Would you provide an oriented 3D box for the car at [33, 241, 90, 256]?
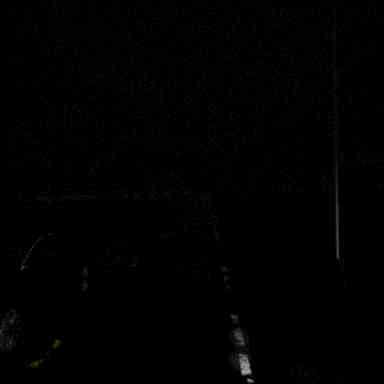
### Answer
[{"bbox_3d":[-3.370,1.483,6.173,2.128,1.511,4.902,-1,0,3],"label":"car"}]
